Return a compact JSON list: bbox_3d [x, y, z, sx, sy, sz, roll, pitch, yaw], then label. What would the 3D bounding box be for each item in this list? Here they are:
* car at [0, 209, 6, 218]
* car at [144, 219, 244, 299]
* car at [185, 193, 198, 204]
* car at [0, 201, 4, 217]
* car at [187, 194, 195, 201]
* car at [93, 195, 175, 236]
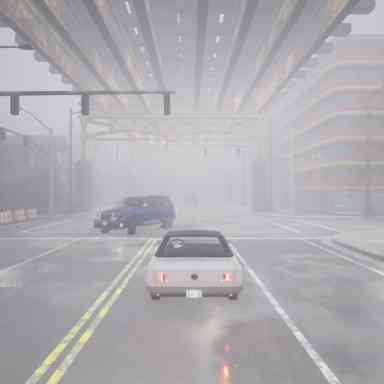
[{"bbox_3d":[-16.863,1.453,25.047,4.974,1.542,2.038,0,0,-20],"label":"car"},{"bbox_3d":[0.046,1.601,8.390,1.895,1.301,4.718,0,0,0],"label":"car"},{"bbox_3d":[-0.150,1.194,60.757,2.150,2.045,5.566,0,0,0],"label":"car"},{"bbox_3d":[-16.912,1.295,25.029,4.536,1.218,1.853,0,0,-20],"label":"car"},{"bbox_3d":[-0.320,1.344,77.978,1.837,1.490,4.892,0,1,0],"label":"car"},{"bbox_3d":[-3.110,1.221,19.112,2.150,2.045,5.566,-2,-1,28],"label":"car"}]
